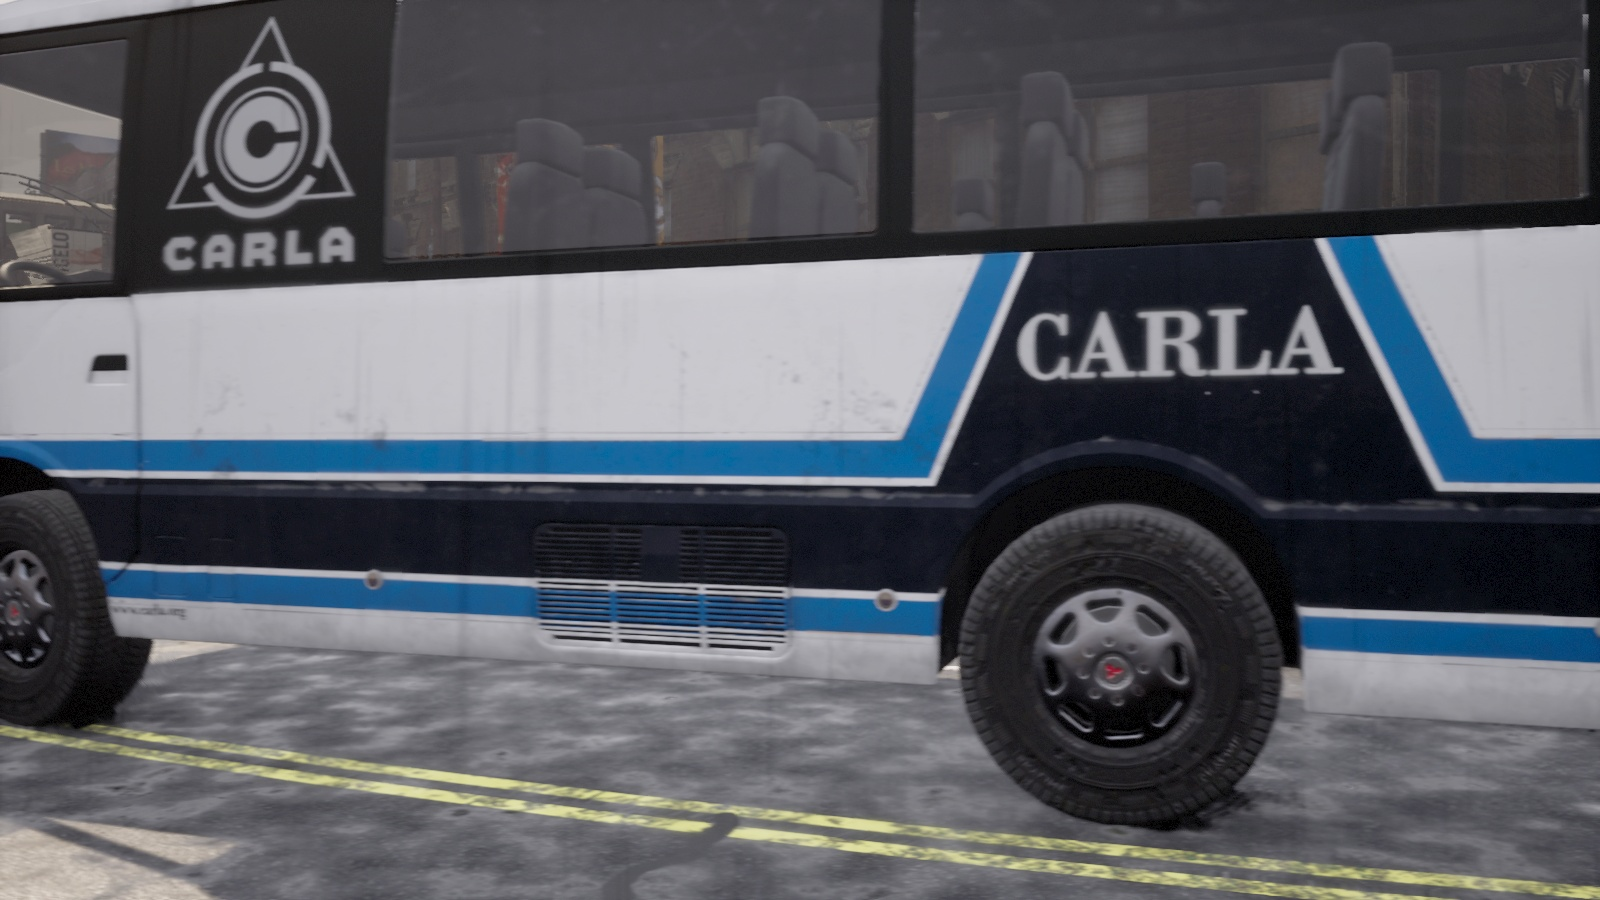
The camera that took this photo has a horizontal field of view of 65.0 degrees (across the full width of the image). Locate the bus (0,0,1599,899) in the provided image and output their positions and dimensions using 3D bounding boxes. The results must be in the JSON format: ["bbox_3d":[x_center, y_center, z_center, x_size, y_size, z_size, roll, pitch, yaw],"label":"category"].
[{"bbox_3d":[-0.933,-0.660,7.172,10.273,4.253,3.944,1,1,18],"label":"bus"}]
